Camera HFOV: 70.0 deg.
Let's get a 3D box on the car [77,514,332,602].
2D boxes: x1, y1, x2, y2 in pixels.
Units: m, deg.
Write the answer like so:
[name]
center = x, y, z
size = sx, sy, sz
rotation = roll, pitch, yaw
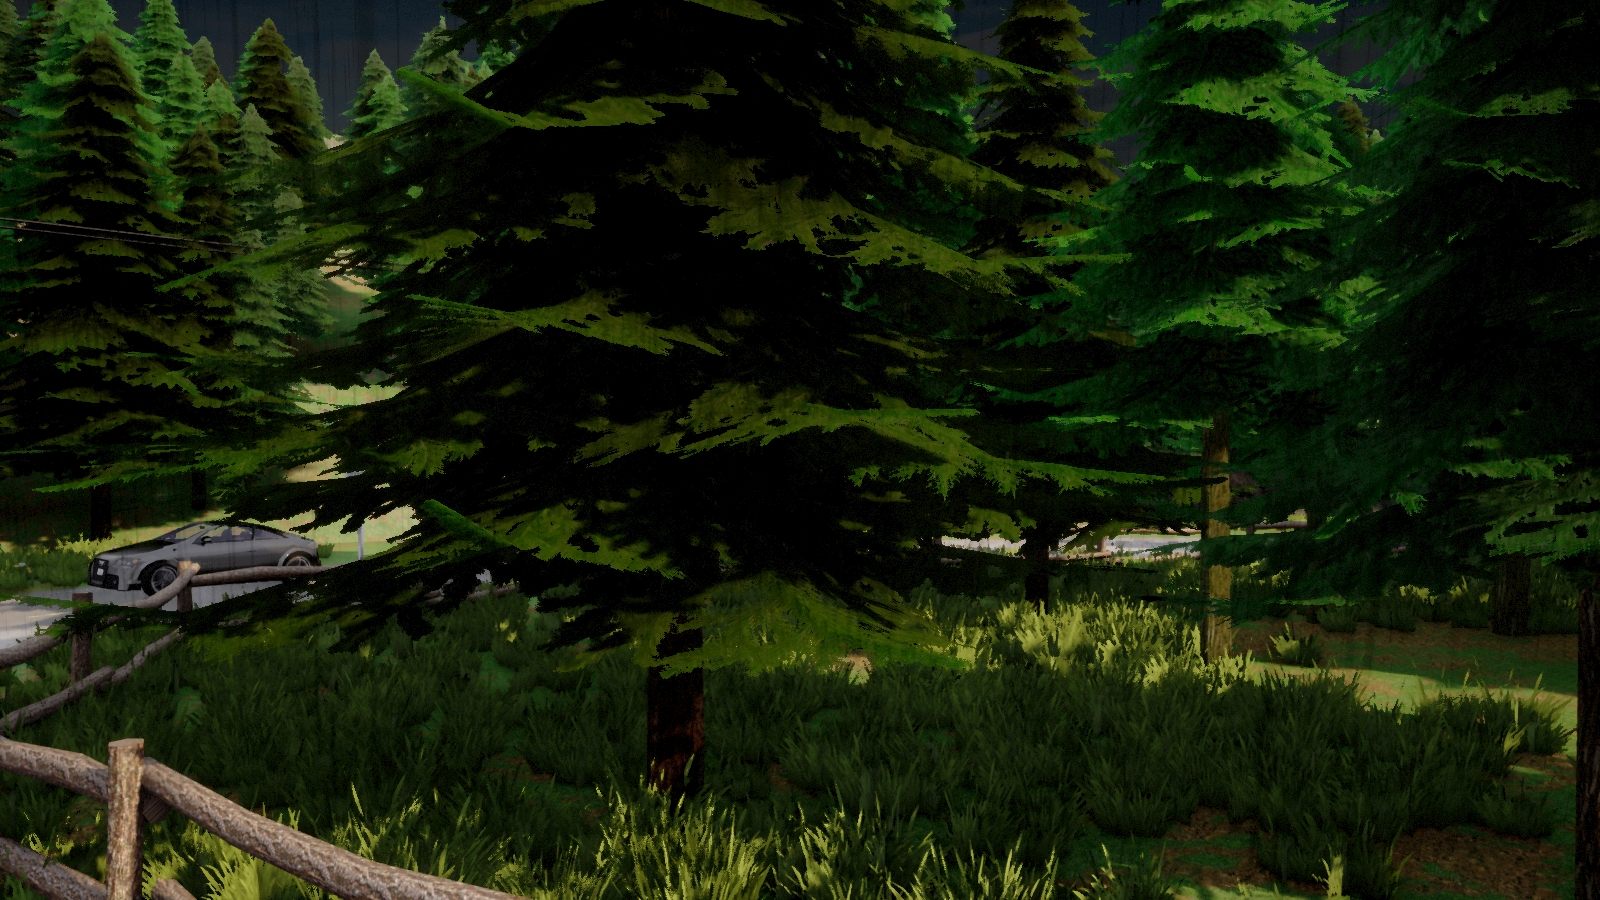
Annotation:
[car]
center = -12.055, 2.119, 23.321
size = 1.994, 1.385, 4.181
rotation = 0, 0, 41
